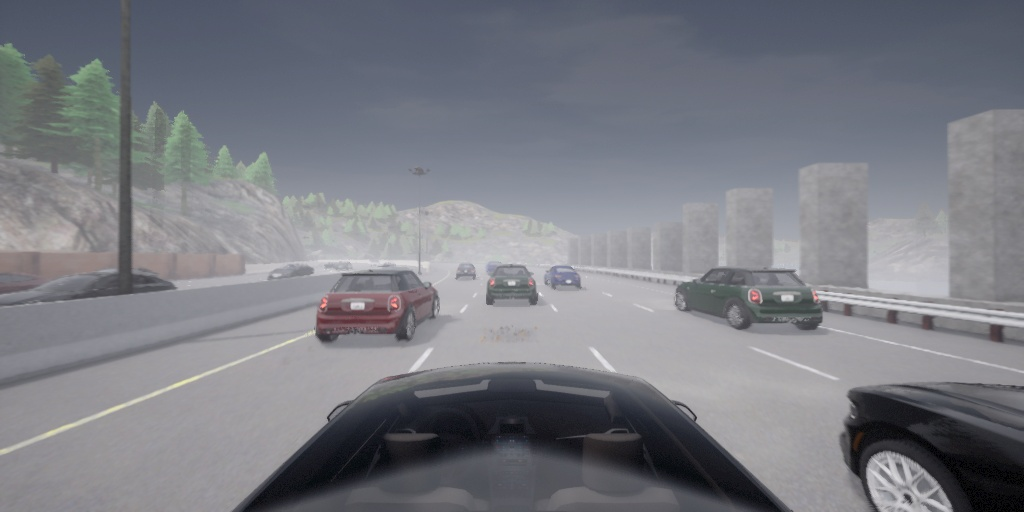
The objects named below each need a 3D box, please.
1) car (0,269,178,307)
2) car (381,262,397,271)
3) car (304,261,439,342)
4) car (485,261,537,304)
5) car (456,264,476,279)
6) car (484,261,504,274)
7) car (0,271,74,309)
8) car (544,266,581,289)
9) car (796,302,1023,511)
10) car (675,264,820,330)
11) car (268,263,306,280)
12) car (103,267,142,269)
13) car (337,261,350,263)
[{"bbox_3d":[-14.182,1.333,12.184,1.837,1.490,4.892,0,-1,-1],"label":"car"},{"bbox_3d":[-18.854,1.588,55.144,1.895,1.301,4.718,0,0,-12],"label":"car"},{"bbox_3d":[-3.451,1.140,10.092,2.097,1.767,4.553,0,0,-1],"label":"car"},{"bbox_3d":[-0.060,1.153,16.778,2.097,1.767,4.553,0,0,-1],"label":"car"},{"bbox_3d":[-4.414,1.422,34.412,2.033,1.411,5.357,0,0,-6],"label":"car"},{"bbox_3d":[-2.287,1.380,44.227,1.882,1.535,5.008,0,0,-9],"label":"car"},{"bbox_3d":[-21.187,1.379,14.267,1.812,1.442,4.674,0,0,0],"label":"car"},{"bbox_3d":[3.246,1.341,23.530,1.812,1.442,4.674,0,0,-3],"label":"car"},{"bbox_3d":[3.586,1.214,0.813,1.882,1.535,5.008,0,0,0],"label":"car"},{"bbox_3d":[7.027,1.114,11.303,2.097,1.767,4.553,0,0,-1],"label":"car"},{"bbox_3d":[-18.484,1.391,30.248,2.128,1.511,4.902,0,0,-5],"label":"car"},{"bbox_3d":[-24.875,1.418,22.535,1.812,1.442,4.674,0,0,-1],"label":"car"},{"bbox_3d":[-26.259,1.508,56.122,2.128,1.511,4.902,0,0,-14],"label":"car"}]
